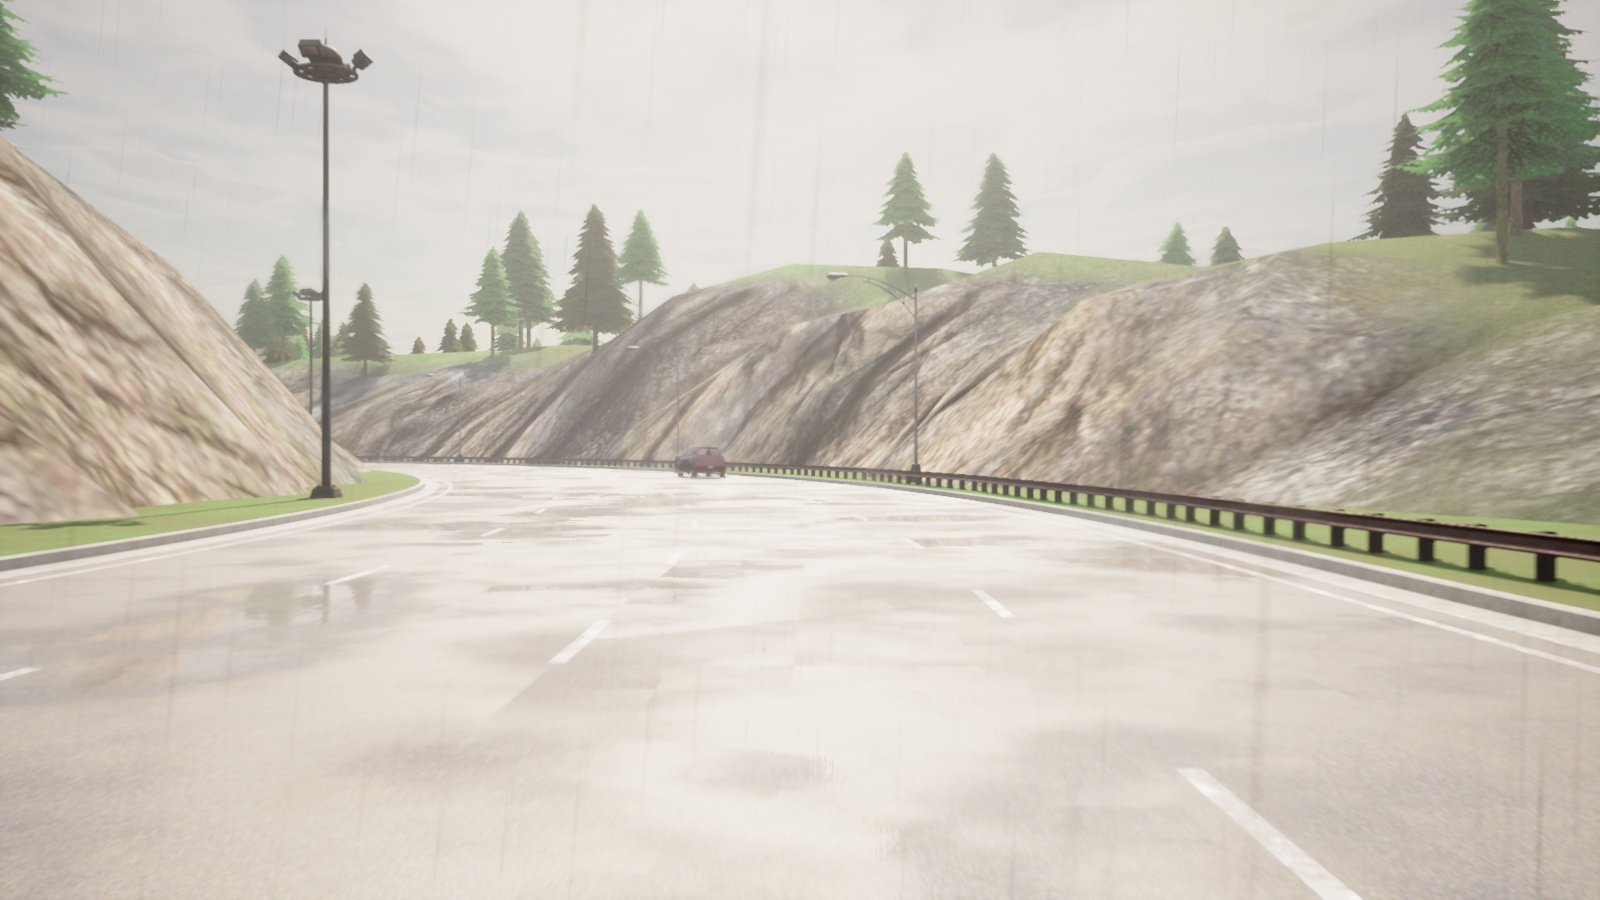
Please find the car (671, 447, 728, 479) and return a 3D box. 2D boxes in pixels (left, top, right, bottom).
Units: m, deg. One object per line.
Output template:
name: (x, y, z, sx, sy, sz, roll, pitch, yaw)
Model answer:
car: (-4.952, 0.601, 61.543, 1.845, 1.501, 3.633, 0, 0, -20)
